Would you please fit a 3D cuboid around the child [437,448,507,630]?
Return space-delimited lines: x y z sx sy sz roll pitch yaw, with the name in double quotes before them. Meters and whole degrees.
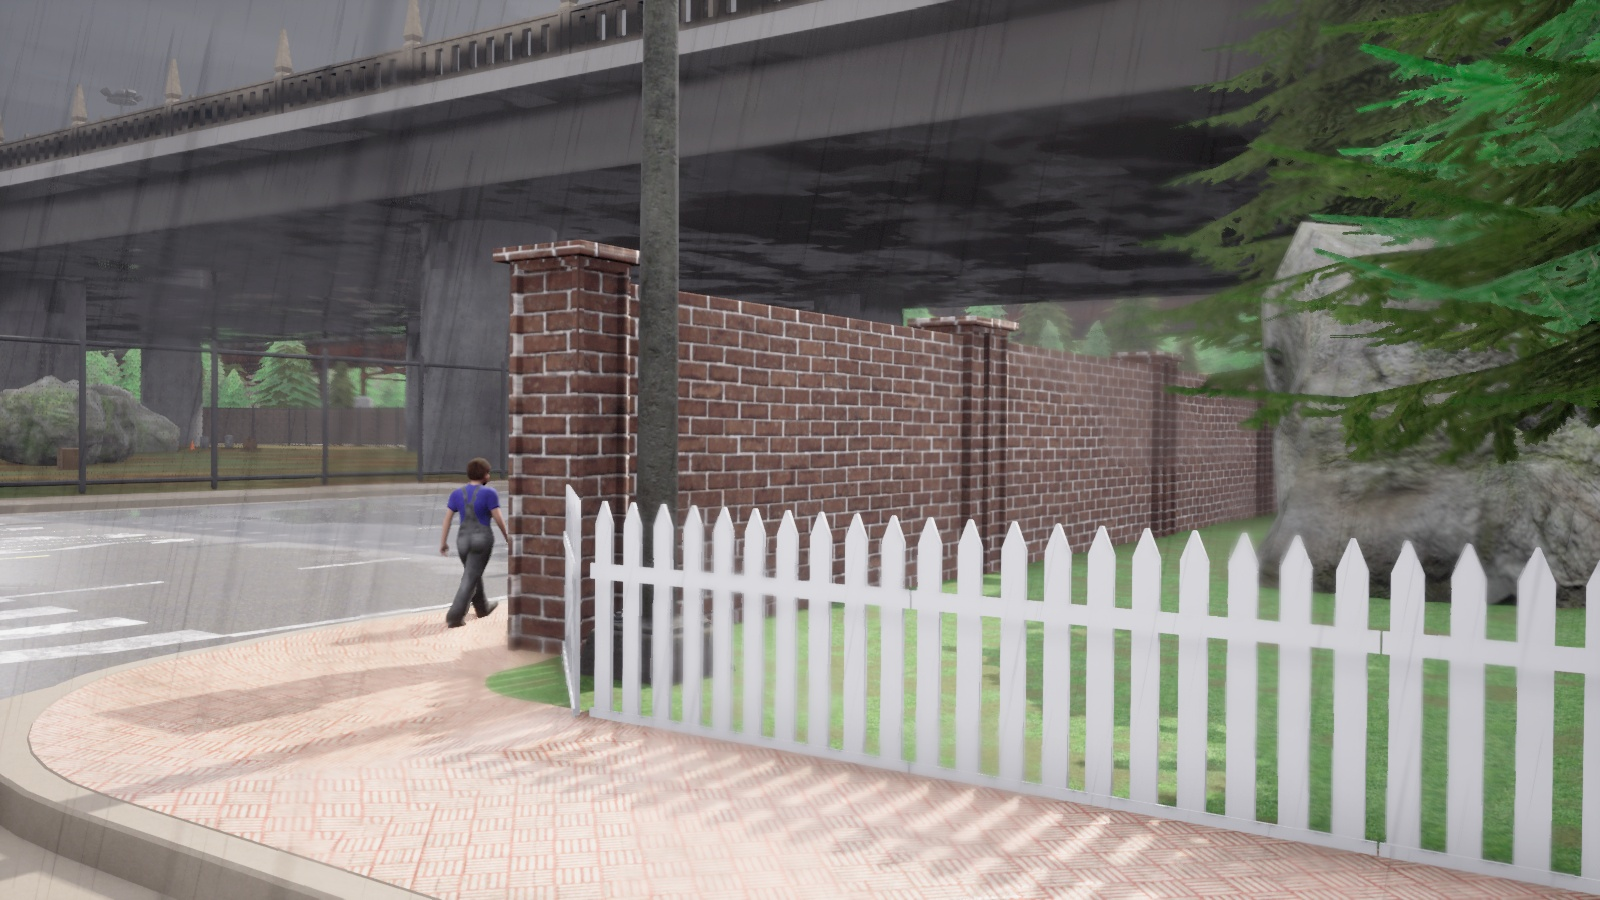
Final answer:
"child" -2.348 0.624 9.009 0.270 1.263 0.437 0 1 20
